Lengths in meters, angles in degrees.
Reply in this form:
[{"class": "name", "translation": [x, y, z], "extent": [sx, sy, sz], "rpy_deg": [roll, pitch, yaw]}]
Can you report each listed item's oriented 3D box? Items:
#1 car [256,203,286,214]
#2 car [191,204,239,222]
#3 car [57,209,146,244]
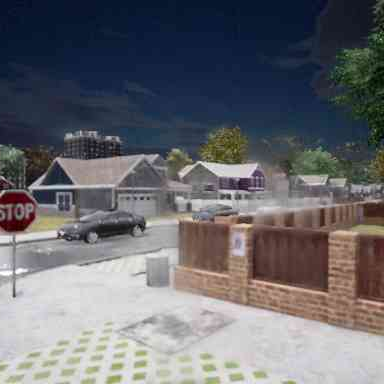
[{"class": "car", "translation": [8.275, 1.833, 34.559], "extent": [1.812, 1.442, 4.674], "rpy_deg": [-1, -1, 36]}, {"class": "car", "translation": [1.884, 1.742, 25.753], "extent": [1.837, 1.490, 4.892], "rpy_deg": [-1, -1, 36]}, {"class": "car", "translation": [-4.450, 1.678, 17.015], "extent": [1.837, 1.490, 4.892], "rpy_deg": [-1, -1, 36]}]
